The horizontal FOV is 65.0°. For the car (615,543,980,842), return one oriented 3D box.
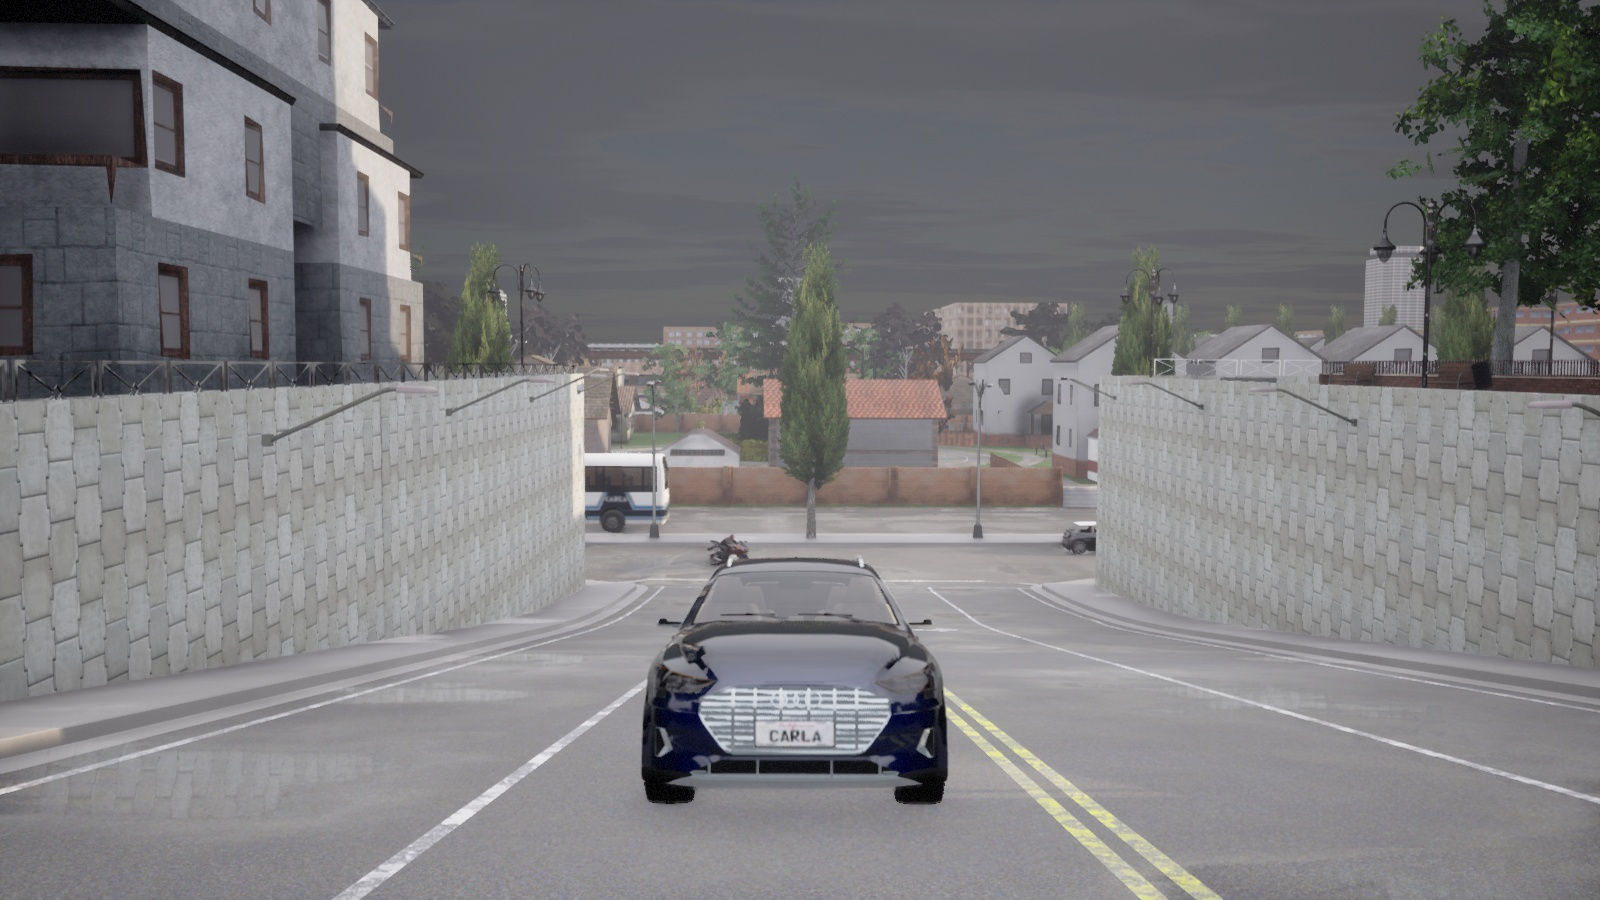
[{"bbox_3d":[-0.023,1.598,9.479,2.033,1.649,4.856,0,-6,0],"label":"car"}]

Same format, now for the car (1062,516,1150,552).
[{"bbox_3d":[15.029,4.135,61.882,3.806,1.475,1.970,0,4,-1],"label":"car"}]

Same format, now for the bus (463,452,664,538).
[{"bbox_3d":[-12.833,2.407,69.133,10.273,4.253,3.944,0,4,-1],"label":"bus"}]

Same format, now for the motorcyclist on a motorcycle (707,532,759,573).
[{"bbox_3d":[-2.979,4.538,55.802,2.191,1.530,0.866,2,5,32],"label":"motorcyclist on a motorcycle"}]
